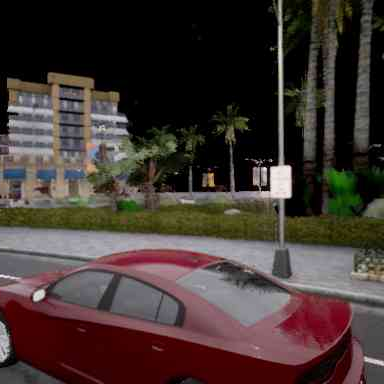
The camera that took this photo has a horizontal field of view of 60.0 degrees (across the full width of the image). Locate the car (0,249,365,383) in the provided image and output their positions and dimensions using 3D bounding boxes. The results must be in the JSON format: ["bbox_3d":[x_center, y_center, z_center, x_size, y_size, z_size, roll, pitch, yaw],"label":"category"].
[{"bbox_3d":[-0.662,1.484,4.166,5.008,1.535,1.882,0,0,34],"label":"car"}]
